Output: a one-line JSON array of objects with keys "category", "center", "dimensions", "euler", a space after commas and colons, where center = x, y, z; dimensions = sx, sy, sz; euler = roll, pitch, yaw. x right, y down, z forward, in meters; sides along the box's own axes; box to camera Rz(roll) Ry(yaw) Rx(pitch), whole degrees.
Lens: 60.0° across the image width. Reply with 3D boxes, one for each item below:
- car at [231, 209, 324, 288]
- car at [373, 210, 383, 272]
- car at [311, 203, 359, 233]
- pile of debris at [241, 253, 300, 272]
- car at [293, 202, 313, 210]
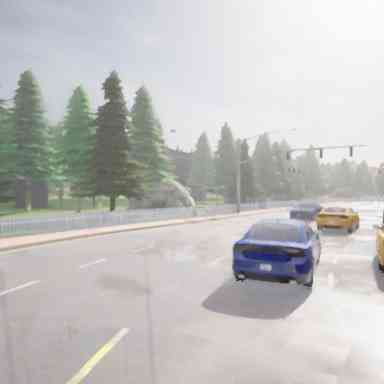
[{"category": "car", "center": [2.614, 1.504, 9.615], "dimensions": [1.882, 1.535, 5.008], "euler": [0, 0, 24]}, {"category": "car", "center": [6.922, 1.527, 10.535], "dimensions": [1.882, 1.535, 5.008], "euler": [0, 0, 28]}, {"category": "car", "center": [9.095, 1.559, 20.617], "dimensions": [1.882, 1.535, 5.008], "euler": [0, 0, 33]}, {"category": "pile of debris", "center": [2.547, 2.210, 10.596], "dimensions": [1.500, 0.140, 1.860], "euler": [0, 0, 25]}, {"category": "car", "center": [9.802, 1.616, 28.245], "dimensions": [1.882, 1.535, 5.008], "euler": [0, 0, 34]}]
